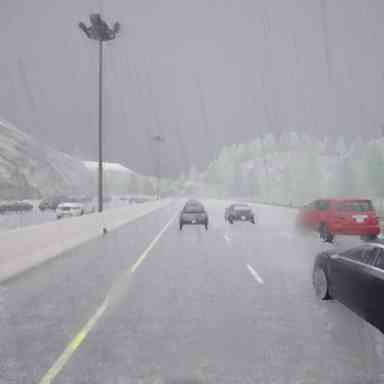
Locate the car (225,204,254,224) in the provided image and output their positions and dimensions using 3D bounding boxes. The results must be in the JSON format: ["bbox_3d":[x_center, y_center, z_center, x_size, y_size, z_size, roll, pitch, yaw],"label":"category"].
[{"bbox_3d":[3.610,1.638,25.608,1.812,1.442,4.674,0,0,0],"label":"car"}]

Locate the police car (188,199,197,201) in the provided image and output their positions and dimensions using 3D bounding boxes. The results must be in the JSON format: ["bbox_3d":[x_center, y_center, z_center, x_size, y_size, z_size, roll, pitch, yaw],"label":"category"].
[{"bbox_3d":[0.115,1.687,41.459,2.038,1.542,4.974,0,0,0],"label":"police car"}]

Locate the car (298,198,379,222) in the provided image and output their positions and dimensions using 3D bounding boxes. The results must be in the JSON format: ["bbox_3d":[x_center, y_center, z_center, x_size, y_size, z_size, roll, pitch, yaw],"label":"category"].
[{"bbox_3d":[7.117,1.295,16.723,2.150,2.045,5.566,0,0,0],"label":"car"}]

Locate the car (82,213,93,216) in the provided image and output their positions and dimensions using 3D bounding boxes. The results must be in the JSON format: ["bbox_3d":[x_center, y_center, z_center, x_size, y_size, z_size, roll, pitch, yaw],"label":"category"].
[{"bbox_3d":[-10.586,1.355,30.783,2.150,2.045,5.566,0,0,0],"label":"car"}]

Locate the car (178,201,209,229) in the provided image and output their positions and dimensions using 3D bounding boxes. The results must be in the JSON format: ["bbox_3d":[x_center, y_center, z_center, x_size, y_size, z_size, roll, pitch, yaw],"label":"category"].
[{"bbox_3d":[0.108,1.590,22.481,2.128,1.511,4.902,0,0,0],"label":"car"}]

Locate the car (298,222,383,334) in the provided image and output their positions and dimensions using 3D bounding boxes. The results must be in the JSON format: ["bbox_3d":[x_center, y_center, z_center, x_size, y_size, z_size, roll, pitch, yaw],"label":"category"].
[{"bbox_3d":[3.602,1.516,5.534,2.128,1.511,4.902,0,0,0],"label":"car"}]
